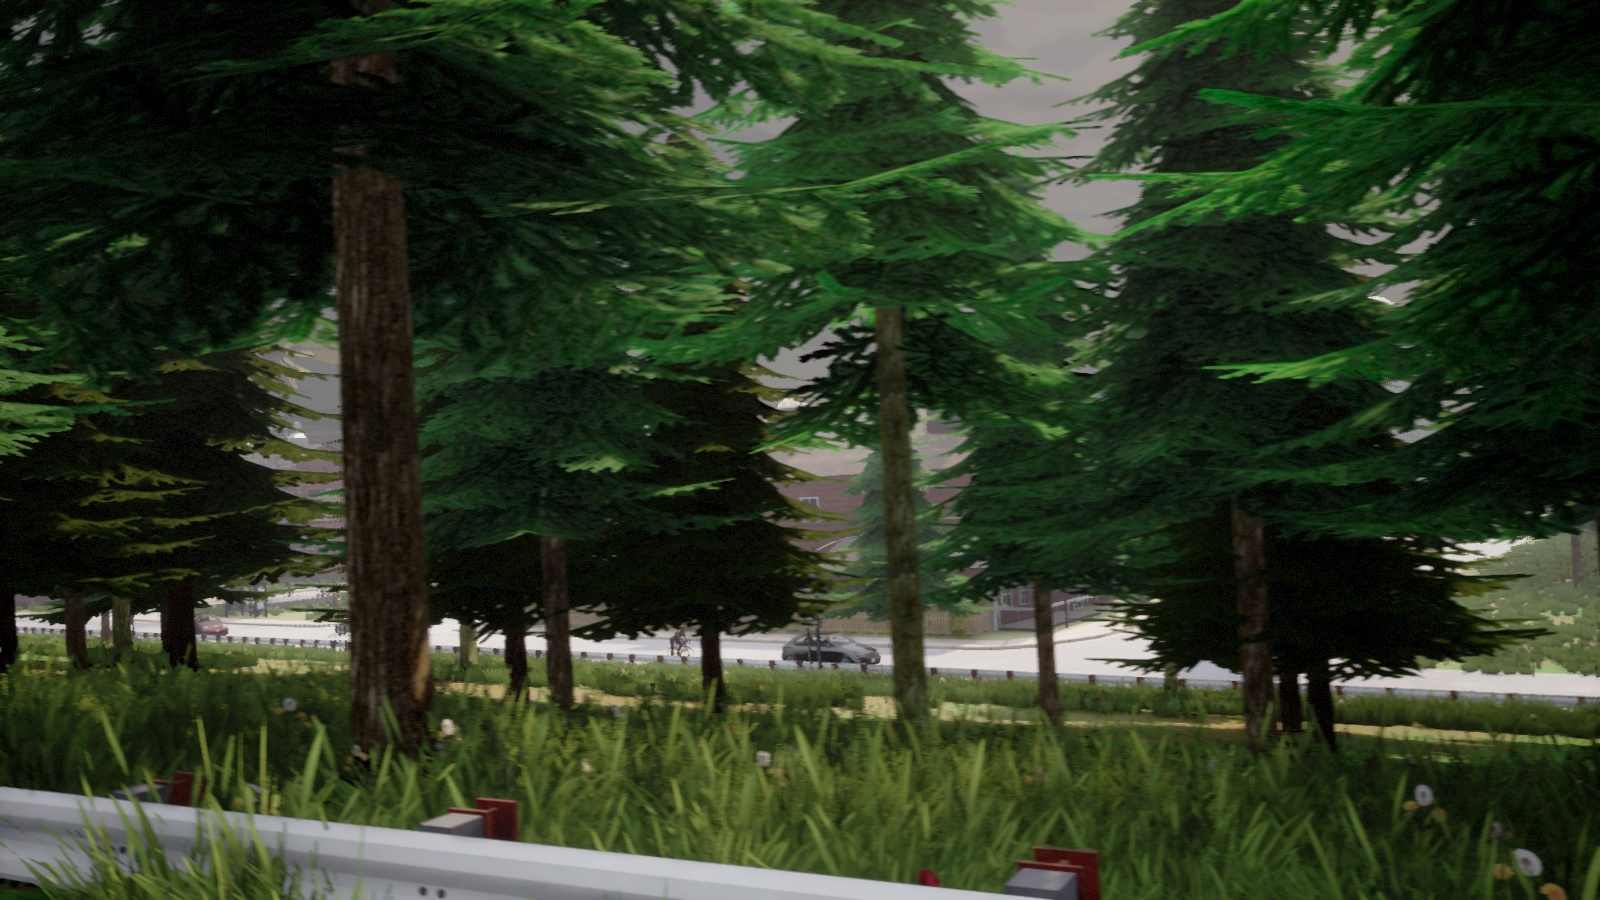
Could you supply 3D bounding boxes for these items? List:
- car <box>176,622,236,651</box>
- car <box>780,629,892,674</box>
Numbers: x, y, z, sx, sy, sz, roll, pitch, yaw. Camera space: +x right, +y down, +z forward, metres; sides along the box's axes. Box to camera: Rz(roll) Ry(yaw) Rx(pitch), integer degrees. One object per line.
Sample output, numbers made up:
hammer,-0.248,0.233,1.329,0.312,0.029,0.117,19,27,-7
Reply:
car,-38.627,12.112,81.661,3.988,1.617,1.851,-6,-2,37
car,1.425,8.175,51.085,4.193,1.474,1.816,-6,-2,37
